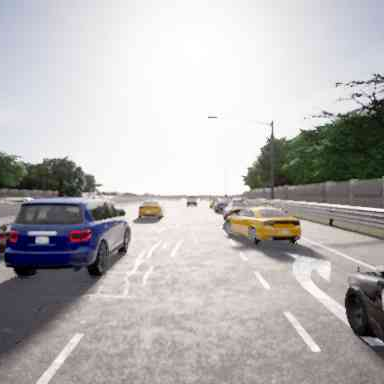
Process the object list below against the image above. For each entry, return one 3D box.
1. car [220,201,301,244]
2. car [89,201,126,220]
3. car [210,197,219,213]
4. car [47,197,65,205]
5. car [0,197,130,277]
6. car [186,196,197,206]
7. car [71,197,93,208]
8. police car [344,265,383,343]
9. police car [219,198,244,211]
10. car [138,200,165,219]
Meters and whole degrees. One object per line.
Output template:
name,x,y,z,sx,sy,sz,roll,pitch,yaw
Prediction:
car,3.104,1.414,15.523,1.882,1.535,5.008,0,0,-13
car,-6.908,1.504,27.722,1.994,1.385,4.181,0,0,0
car,3.490,1.488,36.792,2.163,1.488,4.792,0,0,0
car,-28.019,1.834,68.546,1.812,1.442,4.674,0,-1,0
car,-3.403,1.176,10.236,2.150,2.045,5.566,0,0,0
car,-0.024,1.809,57.389,1.895,1.301,4.718,0,-1,0
car,-17.539,1.632,53.431,1.882,1.535,5.008,0,0,1
police car,3.499,1.489,3.712,2.038,1.542,4.974,0,0,0
police car,3.493,1.441,25.748,2.038,1.542,4.974,0,0,0
car,-3.407,1.420,28.615,1.882,1.535,5.008,0,0,0
